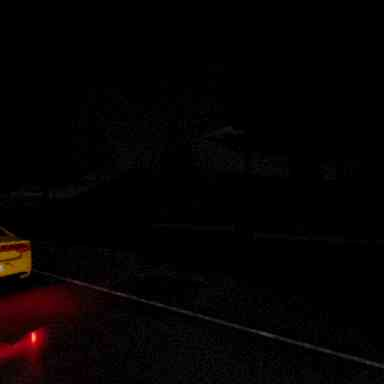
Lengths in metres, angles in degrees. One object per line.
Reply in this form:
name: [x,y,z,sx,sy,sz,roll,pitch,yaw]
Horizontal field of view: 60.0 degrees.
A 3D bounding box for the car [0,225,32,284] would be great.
car: [-5.882,1.336,8.034,5.008,1.535,1.882,1,1,35]
